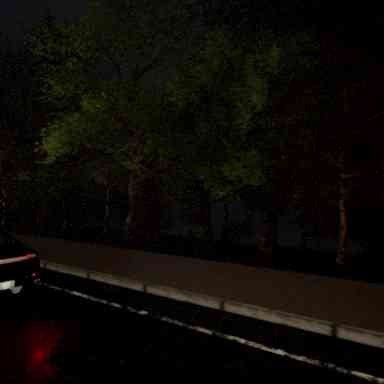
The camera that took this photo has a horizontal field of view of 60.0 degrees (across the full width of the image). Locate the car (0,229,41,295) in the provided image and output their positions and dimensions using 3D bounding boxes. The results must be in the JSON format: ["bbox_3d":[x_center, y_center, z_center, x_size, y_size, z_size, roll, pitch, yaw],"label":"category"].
[{"bbox_3d":[-5.387,1.508,7.525,4.902,1.511,2.128,0,0,36],"label":"car"}]
